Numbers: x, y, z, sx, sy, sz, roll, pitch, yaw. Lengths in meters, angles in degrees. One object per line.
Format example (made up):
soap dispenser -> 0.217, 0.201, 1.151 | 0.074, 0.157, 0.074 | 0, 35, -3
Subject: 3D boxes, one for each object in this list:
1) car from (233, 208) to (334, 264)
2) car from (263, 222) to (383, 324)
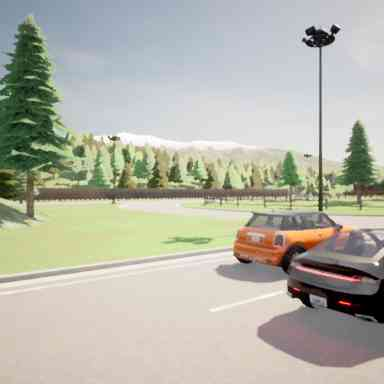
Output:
car -> 3.522, 1.341, 10.575 | 4.553, 1.767, 2.097 | 0, 0, -35
car -> 3.958, 1.483, 6.599 | 4.902, 1.511, 2.128 | 0, 0, -35
